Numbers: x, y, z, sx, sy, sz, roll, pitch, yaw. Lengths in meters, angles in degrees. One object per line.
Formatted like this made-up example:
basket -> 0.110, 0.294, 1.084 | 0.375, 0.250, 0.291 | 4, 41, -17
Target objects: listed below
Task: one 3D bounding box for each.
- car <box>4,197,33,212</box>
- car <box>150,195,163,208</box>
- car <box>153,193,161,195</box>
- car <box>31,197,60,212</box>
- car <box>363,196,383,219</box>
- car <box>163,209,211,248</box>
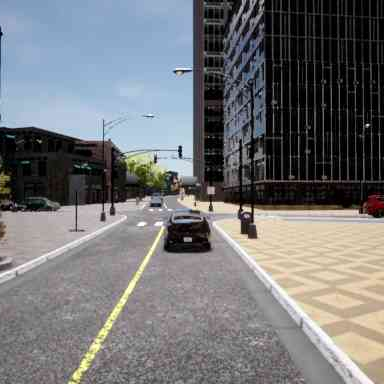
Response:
car -> -20.555, 1.568, 37.121 | 4.313, 1.339, 1.947 | 0, -1, 18
car -> -5.424, 1.559, 50.145 | 2.033, 1.411, 5.357 | 0, 0, -6
car -> -6.912, 1.239, 65.790 | 2.150, 2.045, 5.566 | 0, 0, -5
car -> -17.665, 1.388, 38.777 | 4.553, 1.767, 2.097 | 0, -1, 18
car -> 15.765, 1.188, 25.206 | 5.009, 1.841, 2.192 | 0, -1, 18
car -> -0.226, 1.510, 14.698 | 1.837, 1.490, 4.892 | 0, 0, -2
